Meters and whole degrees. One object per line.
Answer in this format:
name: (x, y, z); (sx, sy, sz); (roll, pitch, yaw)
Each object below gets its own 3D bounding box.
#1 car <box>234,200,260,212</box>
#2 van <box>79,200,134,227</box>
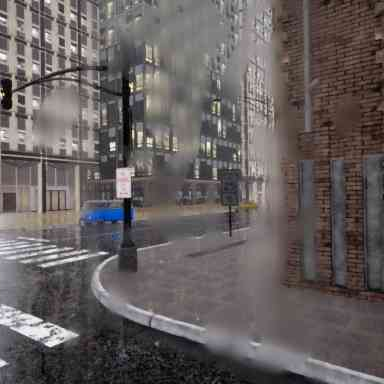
car: (6.885, 1.689, 41.355); (1.752, 1.417, 4.829); (-2, -1, 36)
van: (-5.953, 1.460, 23.448); (1.690, 1.788, 3.998); (-2, -1, 36)
